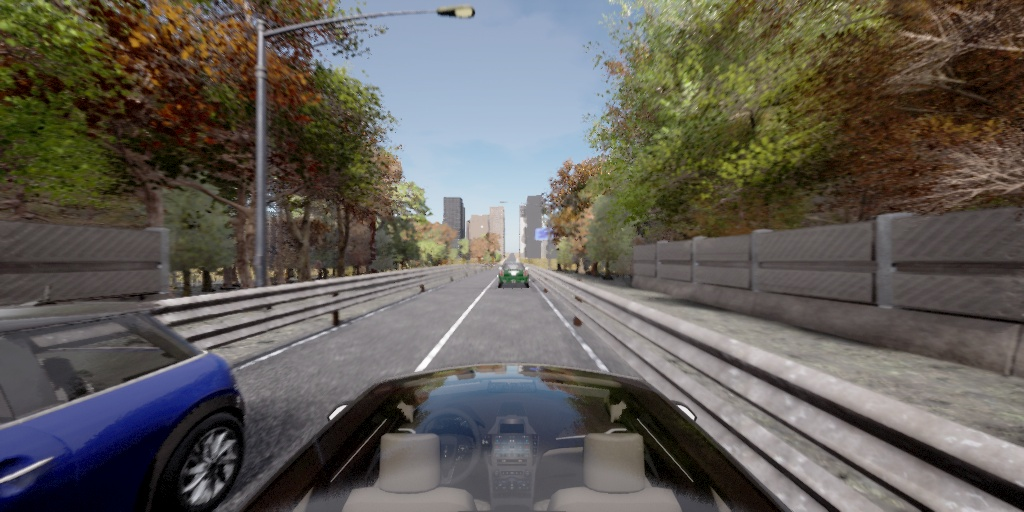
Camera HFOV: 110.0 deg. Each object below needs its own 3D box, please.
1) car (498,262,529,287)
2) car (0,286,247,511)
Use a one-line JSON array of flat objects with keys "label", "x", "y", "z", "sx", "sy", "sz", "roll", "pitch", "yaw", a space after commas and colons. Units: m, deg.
[{"label": "car", "x": 0.110, "y": 1.211, "z": 25.772, "sx": 2.097, "sy": 1.767, "sz": 4.553, "roll": 0, "pitch": -1, "yaw": 0}, {"label": "car", "x": -3.347, "y": 1.102, "z": 1.160, "sx": 2.097, "sy": 1.767, "sz": 4.553, "roll": 0, "pitch": 0, "yaw": 0}]
